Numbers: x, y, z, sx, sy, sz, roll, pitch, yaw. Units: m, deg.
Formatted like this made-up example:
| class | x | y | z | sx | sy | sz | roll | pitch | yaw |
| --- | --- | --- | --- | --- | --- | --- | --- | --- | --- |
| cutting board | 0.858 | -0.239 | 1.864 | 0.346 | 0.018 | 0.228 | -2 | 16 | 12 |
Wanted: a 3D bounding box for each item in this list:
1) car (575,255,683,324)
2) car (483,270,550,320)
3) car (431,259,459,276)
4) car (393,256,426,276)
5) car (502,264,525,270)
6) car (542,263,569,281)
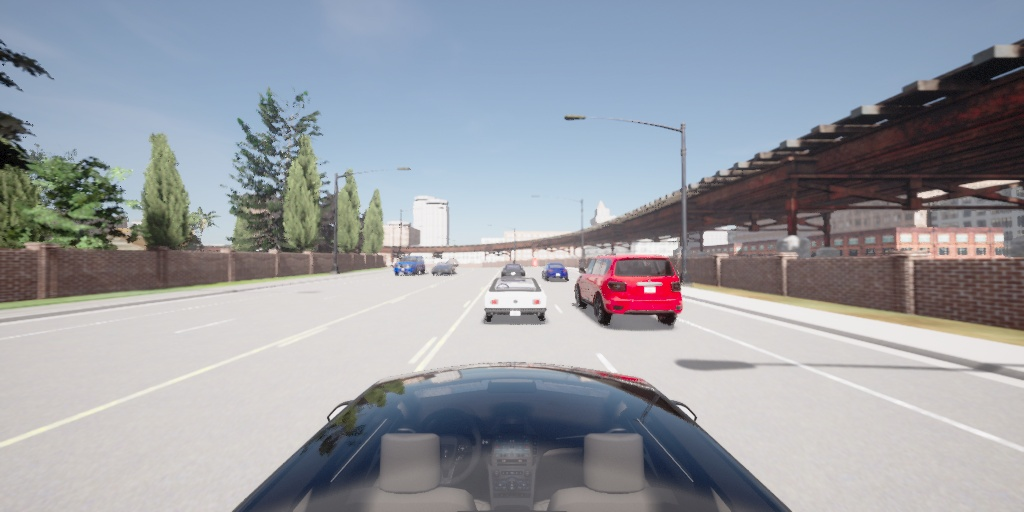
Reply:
| class | x | y | z | sx | sy | sz | roll | pitch | yaw |
| --- | --- | --- | --- | --- | --- | --- | --- | --- | --- |
| car | 3.602 | 0.976 | 12.050 | 2.150 | 2.045 | 5.566 | 0 | 0 | 0 |
| car | 0.101 | 1.356 | 12.547 | 1.895 | 1.301 | 4.718 | 0 | 0 | 0 |
| car | -7.098 | 1.315 | 37.641 | 2.033 | 1.411 | 5.357 | 0 | 0 | 0 |
| car | -10.602 | 0.989 | 37.629 | 2.150 | 2.045 | 5.566 | 0 | 0 | 0 |
| car | 0.103 | 1.327 | 29.799 | 1.994 | 1.385 | 4.181 | 0 | 0 | 0 |
| car | 3.604 | 1.289 | 30.321 | 1.812 | 1.442 | 4.674 | 0 | 0 | 0 |
